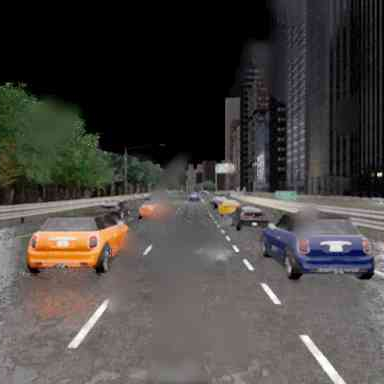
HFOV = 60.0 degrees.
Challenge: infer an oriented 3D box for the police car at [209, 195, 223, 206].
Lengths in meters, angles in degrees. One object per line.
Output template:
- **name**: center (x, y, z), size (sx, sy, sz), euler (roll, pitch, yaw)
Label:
- **police car**: center (3.803, 1.317, 54.124), size (2.038, 1.542, 4.974), euler (0, 1, 1)

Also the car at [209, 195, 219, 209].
- **car**: center (3.692, 1.419, 43.183), size (2.163, 1.488, 4.792), euler (0, 1, 1)

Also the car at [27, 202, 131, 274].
- **car**: center (-3.386, 1.383, 10.862), size (2.097, 1.767, 4.553), euler (0, 0, 0)

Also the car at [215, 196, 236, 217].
- **car**: center (3.605, 1.496, 32.182), size (1.882, 1.535, 5.008), euler (0, 0, 0)

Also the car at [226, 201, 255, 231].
- **car**: center (3.540, 1.565, 21.248), size (1.837, 1.490, 4.892), euler (0, 0, 0)

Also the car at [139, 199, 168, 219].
- **car**: center (-3.311, 1.391, 29.270), size (2.097, 1.767, 4.553), euler (0, 0, 0)

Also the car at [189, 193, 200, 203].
- **car**: center (0.403, 1.204, 63.276), size (1.882, 1.535, 5.008), euler (0, 1, 1)

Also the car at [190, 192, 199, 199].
- **car**: center (0.697, 0.880, 84.750), size (2.128, 1.511, 4.902), euler (0, 1, 1)

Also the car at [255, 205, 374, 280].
- **car**: center (3.509, 1.383, 10.219), size (2.097, 1.767, 4.553), euler (0, 0, 0)
